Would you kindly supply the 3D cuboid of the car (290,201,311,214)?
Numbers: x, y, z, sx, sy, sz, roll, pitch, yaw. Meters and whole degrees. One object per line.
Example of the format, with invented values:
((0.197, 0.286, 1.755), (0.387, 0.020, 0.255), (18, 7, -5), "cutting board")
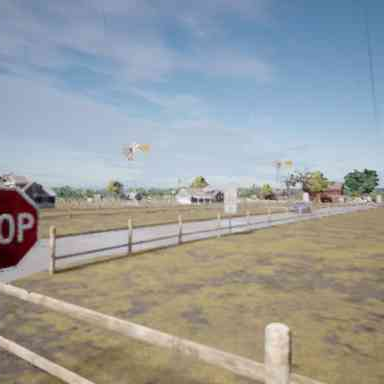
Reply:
((15.957, 2.178, 48.543), (2.097, 1.767, 4.553), (1, 0, 36), "car")
